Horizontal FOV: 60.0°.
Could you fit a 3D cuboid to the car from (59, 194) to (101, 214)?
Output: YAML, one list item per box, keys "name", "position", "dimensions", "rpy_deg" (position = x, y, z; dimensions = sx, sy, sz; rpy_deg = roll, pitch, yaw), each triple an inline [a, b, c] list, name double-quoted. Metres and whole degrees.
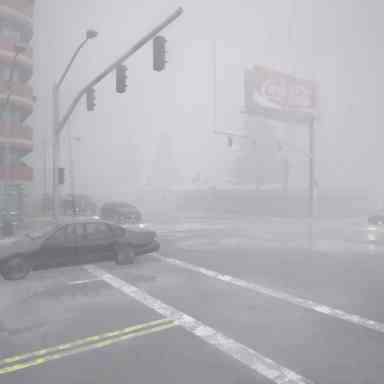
- name: "car"
  position: [-11.612, 1.221, 34.185]
  dimensions: [2.150, 2.045, 5.566]
  rpy_deg: [0, 0, -36]

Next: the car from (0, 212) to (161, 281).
- name: "car"
  position: [-3.585, 1.547, 10.029]
  dimensions: [5.357, 1.411, 2.033]
  rpy_deg: [0, 0, -35]

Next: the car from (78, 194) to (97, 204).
- name: "car"
  position: [-20.366, 1.352, 64.663]
  dimensions: [2.097, 1.767, 4.553]
  rpy_deg: [0, 0, -36]

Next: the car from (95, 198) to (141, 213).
- name: "car"
  position: [-5.616, 1.505, 25.848]
  dimensions: [1.837, 1.490, 4.892]
  rpy_deg: [0, 0, -36]

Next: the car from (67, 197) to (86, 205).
- name: "car"
  position: [-20.521, 1.564, 58.887]
  dimensions: [1.994, 1.385, 4.181]
  rpy_deg: [0, 0, -36]

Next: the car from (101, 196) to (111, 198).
- name: "car"
  position: [-14.984, 1.478, 57.183]
  dimensions: [1.882, 1.535, 5.008]
  rpy_deg: [0, 0, -36]

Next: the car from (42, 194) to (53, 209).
- name: "car"
  position: [-17.768, 1.221, 42.758]
  dimensions: [2.150, 2.045, 5.566]
  rpy_deg: [0, 0, -35]

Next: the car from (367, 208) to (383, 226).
- name: "car"
  position: [14.042, 1.547, 22.573]
  dimensions: [5.357, 1.411, 2.033]
  rpy_deg: [0, 0, -35]
